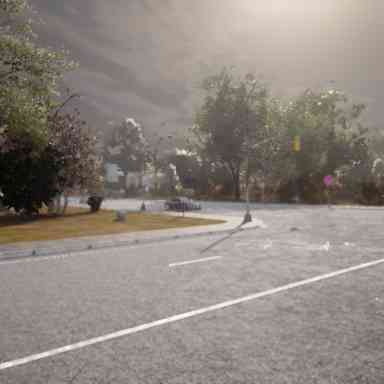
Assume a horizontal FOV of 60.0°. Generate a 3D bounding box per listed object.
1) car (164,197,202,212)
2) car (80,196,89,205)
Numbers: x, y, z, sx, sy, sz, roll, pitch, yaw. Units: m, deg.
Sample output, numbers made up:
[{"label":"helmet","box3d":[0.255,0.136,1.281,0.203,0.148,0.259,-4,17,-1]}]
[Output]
[{"label":"car","box3d":[-0.972,1.257,34.064,1.837,1.490,4.892,-1,1,-39]},{"label":"car","box3d":[-16.432,1.298,53.383,1.994,1.385,4.181,-1,1,-39]}]
